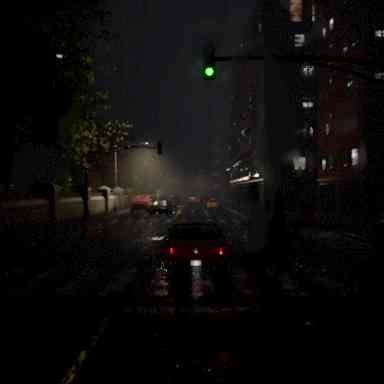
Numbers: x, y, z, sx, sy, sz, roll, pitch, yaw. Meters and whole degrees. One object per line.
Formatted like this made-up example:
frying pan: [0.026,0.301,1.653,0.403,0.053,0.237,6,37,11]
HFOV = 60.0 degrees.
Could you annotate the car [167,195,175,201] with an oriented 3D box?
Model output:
car: [-5.562,1.572,87.465,1.752,1.417,4.829,0,0,0]

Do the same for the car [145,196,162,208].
car: [-5.620,1.453,48.889,1.967,1.590,4.097,0,0,0]

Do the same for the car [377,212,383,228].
car: [14.647,1.589,21.215,5.009,1.841,2.192,1,-1,0]

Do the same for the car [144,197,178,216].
car: [-3.018,1.551,33.310,2.033,1.411,5.357,0,0,4]

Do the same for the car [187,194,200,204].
car: [0.097,1.624,63.565,1.895,1.301,4.718,0,0,0]

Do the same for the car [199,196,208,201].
car: [2.810,1.585,82.088,1.887,1.381,4.507,0,0,0]

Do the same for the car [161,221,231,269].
car: [0.117,1.600,11.070,1.895,1.301,4.718,0,0,0]

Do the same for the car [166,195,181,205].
car: [-3.021,1.498,45.511,2.128,1.511,4.902,0,0,0]

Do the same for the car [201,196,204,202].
car: [2.760,1.557,48.876,1.887,1.381,4.507,0,0,0]

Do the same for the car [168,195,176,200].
car: [-5.554,1.604,93.170,2.008,1.369,4.403,0,0,0]

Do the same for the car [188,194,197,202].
car: [0.111,1.299,73.517,2.097,1.767,4.553,0,0,0]

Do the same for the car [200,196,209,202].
car: [2.802,1.579,76.553,1.887,1.381,4.507,0,0,0]

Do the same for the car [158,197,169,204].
car: [-5.595,1.607,65.494,1.802,1.307,4.206,0,0,0]

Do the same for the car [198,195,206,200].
car: [2.827,1.619,93.158,1.947,1.339,4.313,0,0,0]

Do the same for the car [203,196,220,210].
car: [2.752,1.534,43.511,1.752,1.417,4.829,0,0,0]

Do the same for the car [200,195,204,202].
car: [2.769,1.567,54.412,2.008,1.369,4.403,0,0,0]

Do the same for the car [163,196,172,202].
car: [-5.578,1.617,76.565,1.802,1.307,4.206,0,0,0]

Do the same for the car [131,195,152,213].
car: [-5.637,1.321,37.818,2.192,1.841,5.009,0,0,0]

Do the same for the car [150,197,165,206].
car: [-5.612,1.562,54.424,1.887,1.381,4.507,0,0,0]
